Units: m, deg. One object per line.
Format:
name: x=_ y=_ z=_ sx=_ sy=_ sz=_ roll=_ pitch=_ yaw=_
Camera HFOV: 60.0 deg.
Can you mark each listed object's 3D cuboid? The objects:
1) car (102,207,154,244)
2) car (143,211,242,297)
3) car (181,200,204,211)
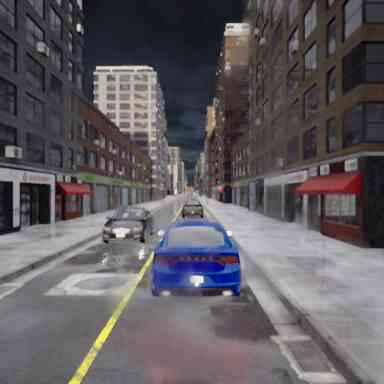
car: x=-2.872 y=1.483 z=15.842 sx=2.128 sy=1.511 sz=4.902 roll=0 pitch=0 yaw=0
car: x=0.088 y=1.473 z=8.641 sx=1.882 sy=1.535 sz=5.008 roll=0 pitch=0 yaw=0
car: x=0.061 y=1.480 z=29.770 sx=2.128 sy=1.511 sz=4.902 roll=0 pitch=0 yaw=0
